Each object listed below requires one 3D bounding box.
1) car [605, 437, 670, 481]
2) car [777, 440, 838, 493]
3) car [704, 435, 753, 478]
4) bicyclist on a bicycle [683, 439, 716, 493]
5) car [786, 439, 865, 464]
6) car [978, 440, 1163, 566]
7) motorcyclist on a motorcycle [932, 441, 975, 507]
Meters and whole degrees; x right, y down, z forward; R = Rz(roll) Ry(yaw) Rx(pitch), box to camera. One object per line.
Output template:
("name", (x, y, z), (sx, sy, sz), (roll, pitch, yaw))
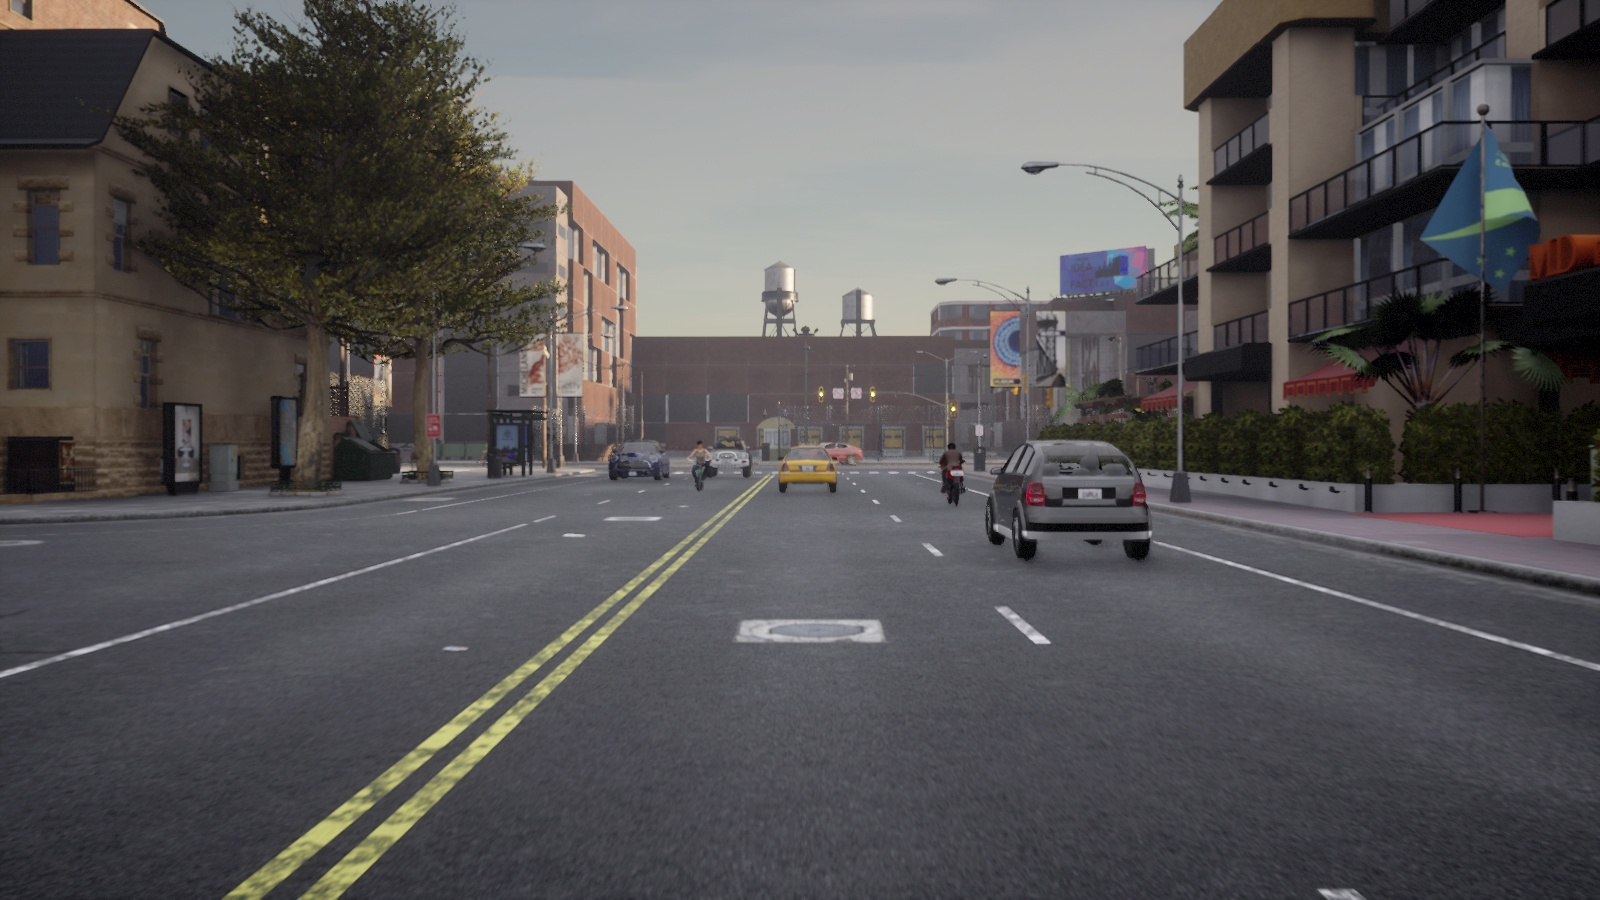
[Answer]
("car", (-6.687, 0.338, 52.262), (2.097, 1.767, 4.553), (0, 0, 0))
("car", (0.244, 0.485, 40.105), (1.801, 1.575, 5.366), (0, 0, 0))
("car", (-3.164, 0.279, 56.261), (1.932, 1.855, 4.605), (0, 0, 0))
("bicyclist on a bicycle", (-3.155, 0.485, 39.483), (0.866, 1.612, 1.509), (0, 3, 2))
("car", (1.756, 0.095, 86.043), (5.027, 1.651, 2.152), (0, 0, -15))
("car", (3.609, 0.641, 17.369), (1.789, 1.549, 3.705), (0, 0, 1))
("motorcyclist on a motorcycle", (3.689, 0.577, 30.376), (0.797, 1.523, 2.044), (0, -1, 0))
